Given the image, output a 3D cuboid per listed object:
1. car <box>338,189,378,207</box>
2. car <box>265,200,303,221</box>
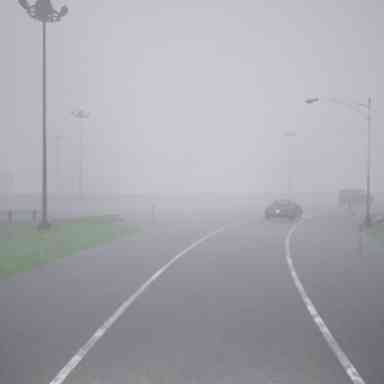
[{"bbox_3d":[19.686,0.657,39.903,5.566,2.045,2.150,-1,1,-40],"label":"car"},{"bbox_3d":[6.626,1.222,23.842,1.994,1.385,4.181,1,1,28],"label":"car"}]
